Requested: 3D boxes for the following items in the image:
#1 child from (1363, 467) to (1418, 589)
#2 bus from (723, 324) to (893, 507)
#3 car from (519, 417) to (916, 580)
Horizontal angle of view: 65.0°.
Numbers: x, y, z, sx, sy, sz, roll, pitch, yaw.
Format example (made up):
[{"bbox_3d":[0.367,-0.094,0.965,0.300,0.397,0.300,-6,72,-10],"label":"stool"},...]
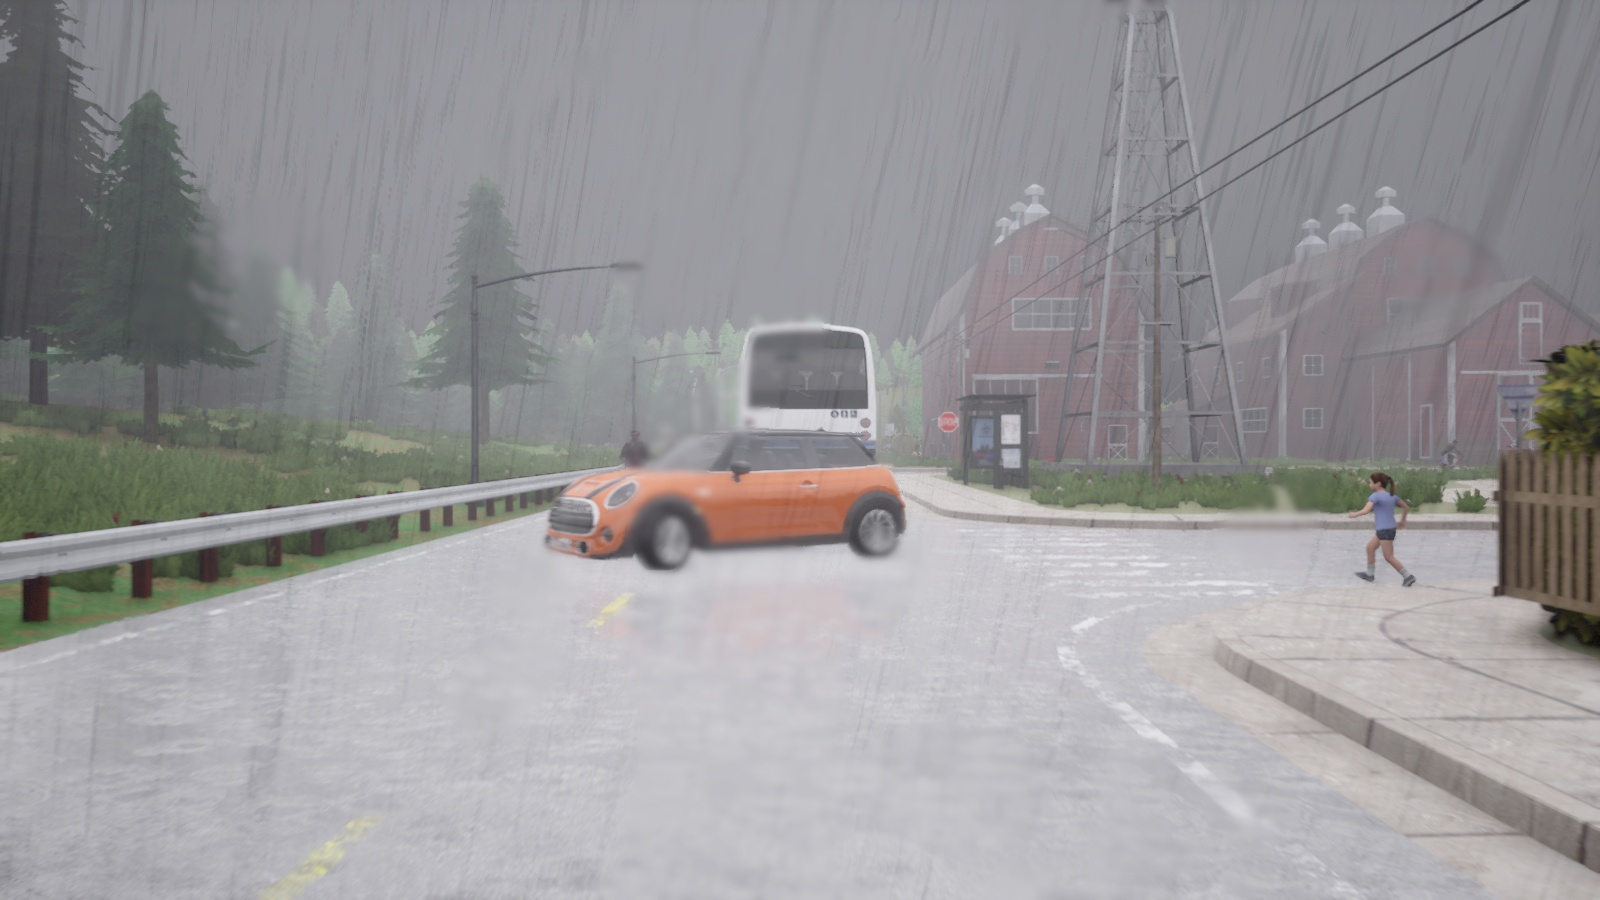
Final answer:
[{"bbox_3d":[5.537,0.720,11.771,0.255,1.110,0.394,0,0,-42],"label":"child"},{"bbox_3d":[0.211,-0.823,34.209,3.944,4.253,10.273,0,0,0],"label":"bus"},{"bbox_3d":[-0.977,0.515,15.818,4.553,1.767,2.097,0,1,-34],"label":"car"}]
